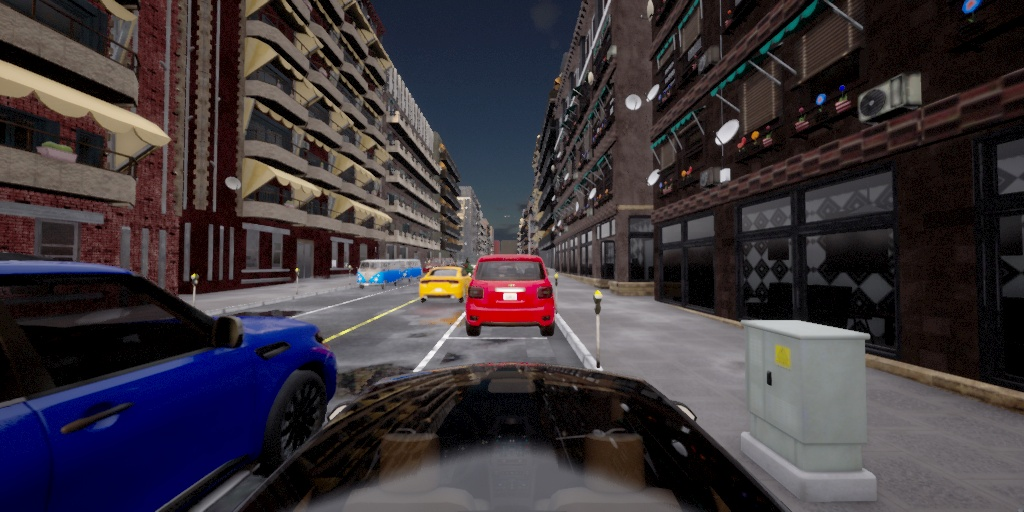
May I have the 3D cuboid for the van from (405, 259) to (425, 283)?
[{"bbox_3d":[-8.335,1.118,28.134,1.690,1.789,3.998,0,0,0],"label":"van"}]

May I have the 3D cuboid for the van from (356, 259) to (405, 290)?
[{"bbox_3d":[-8.335,1.108,22.603,1.690,1.789,3.998,0,0,0],"label":"van"}]

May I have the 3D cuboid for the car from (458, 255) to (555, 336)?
[{"bbox_3d":[-0.039,0.983,10.533,2.150,2.045,5.566,0,0,0],"label":"car"}]

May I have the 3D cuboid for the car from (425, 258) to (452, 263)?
[{"bbox_3d":[-8.335,1.115,39.194,2.192,1.841,5.009,0,0,0],"label":"car"}]

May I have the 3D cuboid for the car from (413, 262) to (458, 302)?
[{"bbox_3d":[-3.015,1.239,17.216,1.882,1.535,5.008,0,0,0],"label":"car"}]

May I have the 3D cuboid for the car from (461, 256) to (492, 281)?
[{"bbox_3d":[-3.020,1.000,31.773,2.150,2.045,5.566,0,0,0],"label":"car"}]

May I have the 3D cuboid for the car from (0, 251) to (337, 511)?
[{"bbox_3d":[-3.021,0.973,1.620,2.150,2.045,5.566,0,0,0],"label":"car"}]

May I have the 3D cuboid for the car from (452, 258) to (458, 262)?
[{"bbox_3d":[-8.335,1.128,44.724,2.192,1.841,5.009,0,0,0],"label":"car"}]
